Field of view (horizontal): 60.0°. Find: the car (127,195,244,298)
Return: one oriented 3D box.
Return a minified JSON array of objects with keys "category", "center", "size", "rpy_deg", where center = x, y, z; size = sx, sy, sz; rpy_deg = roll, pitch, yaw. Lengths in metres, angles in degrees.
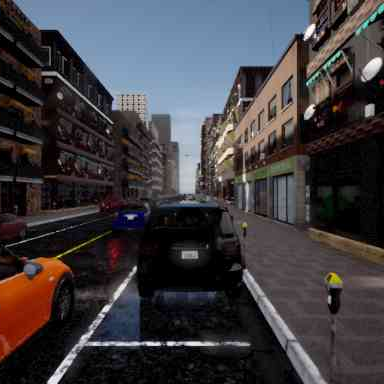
[{"category":"car","center":[-0.038,1.229,8.679],"size":[2.150,2.045,5.566],"rpy_deg":[0,0,0]}]

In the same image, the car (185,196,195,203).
[{"category":"car","center":[-0.453,1.545,70.970],"size":[2.008,1.369,4.403],"rpy_deg":[0,0,0]}]

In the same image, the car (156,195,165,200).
[{"category":"car","center":[-8.834,1.539,93.519],"size":[2.008,1.369,4.403],"rpy_deg":[0,0,0]}]

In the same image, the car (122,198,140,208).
[{"category":"car","center":[-8.834,1.543,48.430],"size":[1.887,1.381,4.507],"rpy_deg":[0,0,0]}]

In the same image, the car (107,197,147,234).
[{"category":"car","center":[-3.104,1.352,19.114],"size":[2.097,1.767,4.553],"rpy_deg":[0,0,1]}]

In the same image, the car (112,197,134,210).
[{"category":"car","center":[-8.834,1.439,42.793],"size":[1.967,1.590,4.097],"rpy_deg":[0,0,0]}]

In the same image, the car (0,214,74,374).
[{"category":"car","center":[-3.145,1.352,4.119],"size":[2.097,1.767,4.553],"rpy_deg":[0,0,0]}]

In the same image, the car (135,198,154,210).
[{"category":"car","center":[-6.192,1.505,43.978],"size":[1.837,1.490,4.892],"rpy_deg":[0,0,1]}]

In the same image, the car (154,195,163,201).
[{"category":"car","center":[-8.834,1.541,87.882],"size":[2.008,1.369,4.403],"rpy_deg":[0,0,0]}]

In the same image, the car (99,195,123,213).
[{"category":"car","center":[-8.833,1.314,37.157],"size":[2.192,1.841,5.009],"rpy_deg":[0,0,0]}]

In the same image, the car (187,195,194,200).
[{"category":"car","center":[-0.452,1.513,93.685],"size":[1.752,1.417,4.829],"rpy_deg":[0,0,0]}]

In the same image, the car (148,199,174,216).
[{"category":"car","center":[-3.102,1.492,34.190],"size":[2.128,1.511,4.902],"rpy_deg":[0,0,0]}]

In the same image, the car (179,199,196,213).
[{"category":"car","center":[-0.454,1.525,37.323],"size":[1.752,1.417,4.829],"rpy_deg":[0,0,0]}]

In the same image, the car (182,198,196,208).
[{"category":"car","center":[-0.454,1.543,48.426],"size":[1.887,1.381,4.507],"rpy_deg":[0,0,0]}]
